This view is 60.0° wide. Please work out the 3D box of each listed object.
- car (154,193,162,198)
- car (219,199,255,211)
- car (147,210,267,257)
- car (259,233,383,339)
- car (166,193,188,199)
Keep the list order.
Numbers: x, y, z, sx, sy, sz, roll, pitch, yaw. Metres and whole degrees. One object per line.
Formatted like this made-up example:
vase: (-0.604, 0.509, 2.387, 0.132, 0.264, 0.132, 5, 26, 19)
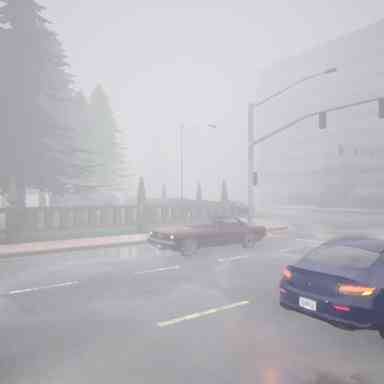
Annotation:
car: (-5.795, 1.156, 63.200, 2.150, 2.045, 5.566, 0, 1, 6)
car: (3.735, 1.422, 30.820, 1.882, 1.535, 5.008, 0, 0, -32)
car: (0.653, 1.601, 13.037, 4.718, 1.301, 1.895, 0, 0, -35)
car: (3.638, 1.526, 6.363, 4.674, 1.442, 1.812, 0, 0, -35)
car: (-1.290, 1.296, 39.328, 2.097, 1.767, 4.553, 0, 0, -26)
